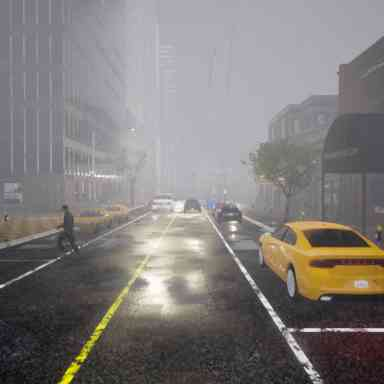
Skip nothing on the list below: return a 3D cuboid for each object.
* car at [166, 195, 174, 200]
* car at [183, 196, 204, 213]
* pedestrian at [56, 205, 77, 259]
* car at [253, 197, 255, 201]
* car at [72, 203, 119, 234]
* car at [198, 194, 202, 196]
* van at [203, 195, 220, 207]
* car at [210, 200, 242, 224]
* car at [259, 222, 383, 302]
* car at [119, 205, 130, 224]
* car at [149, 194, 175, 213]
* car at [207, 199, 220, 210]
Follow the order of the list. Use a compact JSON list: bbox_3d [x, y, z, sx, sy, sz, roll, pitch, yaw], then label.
[{"bbox_3d":[-5.976,1.501,90.188,1.752,1.417,4.829,-1,0,0],"label":"car"},{"bbox_3d":[0.034,1.493,37.272,1.837,1.490,4.892,0,0,0],"label":"car"},{"bbox_3d":[-4.181,1.290,11.082,0.375,1.860,0.375,-1,1,-2],"label":"pedestrian"},{"bbox_3d":[16.412,1.400,75.692,5.009,1.841,2.192,1,0,1],"label":"car"},{"bbox_3d":[-5.731,1.520,19.031,1.752,1.417,4.829,-1,0,0],"label":"car"},{"bbox_3d":[0.023,1.464,47.208,1.882,1.535,5.008,0,0,-1],"label":"car"},{"bbox_3d":[2.613,1.329,41.339,1.690,1.788,3.998,-1,0,0],"label":"van"},{"bbox_3d":[2.642,1.559,24.736,1.947,1.339,4.313,-1,0,0],"label":"car"},{"bbox_3d":[2.987,1.475,8.353,1.882,1.535,5.008,0,0,0],"label":"car"},{"bbox_3d":[-5.739,1.518,24.565,1.752,1.417,4.829,-1,0,0],"label":"car"},{"bbox_3d":[-3.155,1.210,37.085,2.150,2.045,5.566,0,0,0],"label":"car"},{"bbox_3d":[2.633,1.573,30.270,1.802,1.307,4.206,-1,0,0],"label":"car"}]
